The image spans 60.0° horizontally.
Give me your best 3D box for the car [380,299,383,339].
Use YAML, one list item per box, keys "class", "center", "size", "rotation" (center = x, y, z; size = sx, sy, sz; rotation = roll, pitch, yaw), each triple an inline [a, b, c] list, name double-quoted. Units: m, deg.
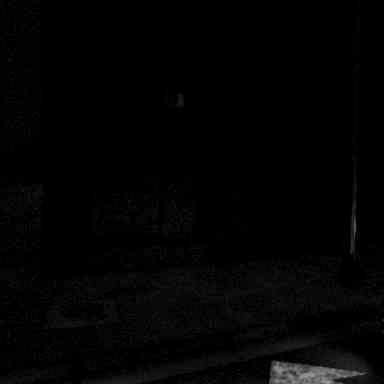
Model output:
- class: "car"
  center: [4.936, 1.481, 4.840]
  size: [4.902, 1.511, 2.128]
  rotation: [0, 1, -25]
